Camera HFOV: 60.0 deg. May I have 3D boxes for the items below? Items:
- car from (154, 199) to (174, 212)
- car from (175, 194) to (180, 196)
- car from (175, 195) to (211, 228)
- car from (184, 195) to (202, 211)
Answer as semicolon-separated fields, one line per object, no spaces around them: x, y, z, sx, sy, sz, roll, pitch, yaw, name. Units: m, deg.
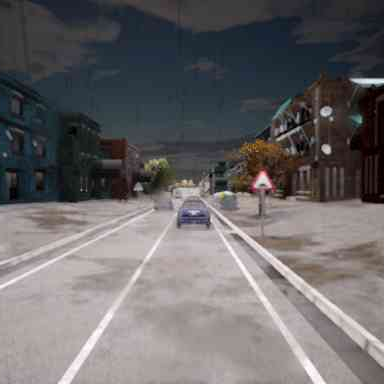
-3.095;1.459;37.352;1.994;1.385;4.181;0;0;0;car
-3.009;1.202;77.887;1.812;1.442;4.674;0;0;0;car
0.098;1.310;22.104;2.097;1.767;4.553;0;0;0;car
0.095;1.236;39.775;2.097;1.767;4.553;0;0;0;car
